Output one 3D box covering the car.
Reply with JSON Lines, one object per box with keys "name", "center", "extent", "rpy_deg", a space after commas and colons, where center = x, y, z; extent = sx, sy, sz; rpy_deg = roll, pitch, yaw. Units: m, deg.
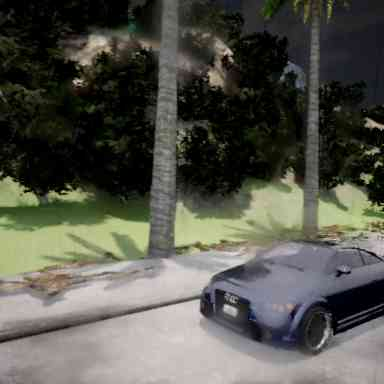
{"name": "car", "center": [2.203, 1.613, 6.173], "extent": [4.181, 1.385, 1.994], "rpy_deg": [1, 0, -35]}
